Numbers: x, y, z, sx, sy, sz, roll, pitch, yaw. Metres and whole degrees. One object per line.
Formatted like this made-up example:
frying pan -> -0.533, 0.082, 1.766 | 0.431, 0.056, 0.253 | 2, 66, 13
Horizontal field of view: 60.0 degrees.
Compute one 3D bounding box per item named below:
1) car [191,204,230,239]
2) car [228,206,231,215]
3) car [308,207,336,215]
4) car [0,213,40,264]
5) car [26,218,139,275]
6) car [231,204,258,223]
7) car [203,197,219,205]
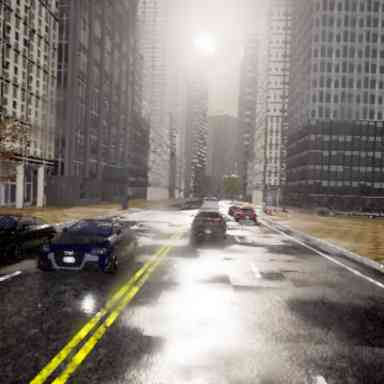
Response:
car -> 0.968, 1.727, 18.891 | 1.837, 1.490, 4.892 | 2, 0, 3
car -> 5.464, 2.177, 41.059 | 1.994, 1.385, 4.181 | 2, 0, 4
car -> 22.332, 3.264, 57.110 | 4.403, 1.369, 2.008 | 3, 0, 3
car -> -6.202, 1.426, 11.114 | 1.994, 1.385, 4.181 | 2, -1, 3
car -> -2.992, 1.546, 10.410 | 1.994, 1.385, 4.181 | 2, -1, 3
car -> 4.909, 2.018, 30.872 | 1.812, 1.442, 4.674 | 2, -1, 4
car -> 2.758, 1.801, 48.658 | 2.150, 2.045, 5.566 | 2, 0, 3
